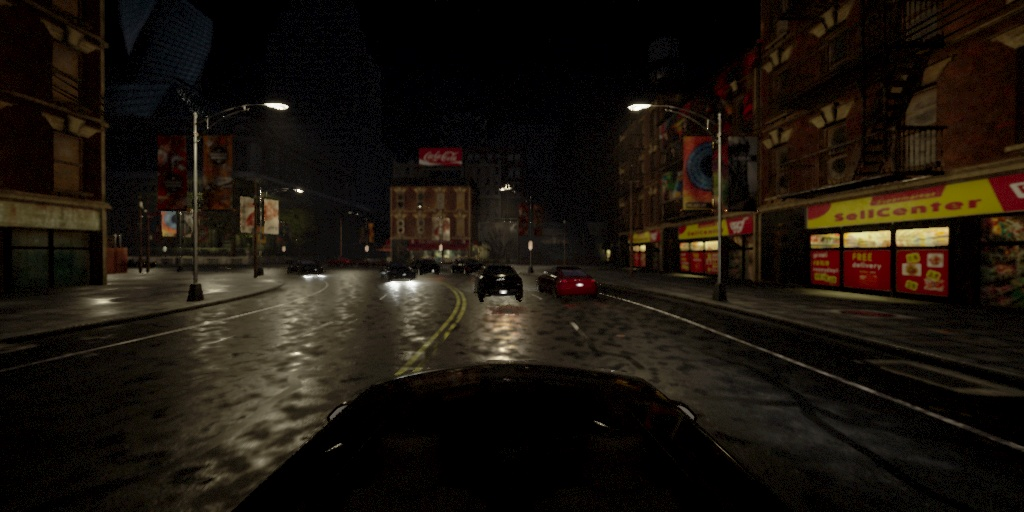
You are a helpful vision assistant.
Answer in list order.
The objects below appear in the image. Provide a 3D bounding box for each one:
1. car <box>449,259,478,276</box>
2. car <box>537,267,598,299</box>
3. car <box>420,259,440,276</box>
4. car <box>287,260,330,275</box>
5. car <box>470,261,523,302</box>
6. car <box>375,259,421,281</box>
[{"bbox_3d":[-4.300,1.045,33.725,1.837,1.490,4.892,0,0,-34],"label":"car"},{"bbox_3d":[2.566,1.210,17.512,1.994,1.385,4.181,0,0,-10],"label":"car"},{"bbox_3d":[-8.431,1.046,33.480,1.837,1.490,4.892,0,0,-37],"label":"car"},{"bbox_3d":[-20.037,1.096,34.856,4.181,1.385,1.994,0,0,36],"label":"car"},{"bbox_3d":[-0.749,1.157,16.517,1.837,1.490,4.892,0,0,-10],"label":"car"},{"bbox_3d":[-8.861,1.143,27.672,1.994,1.385,4.181,0,0,-32],"label":"car"}]
